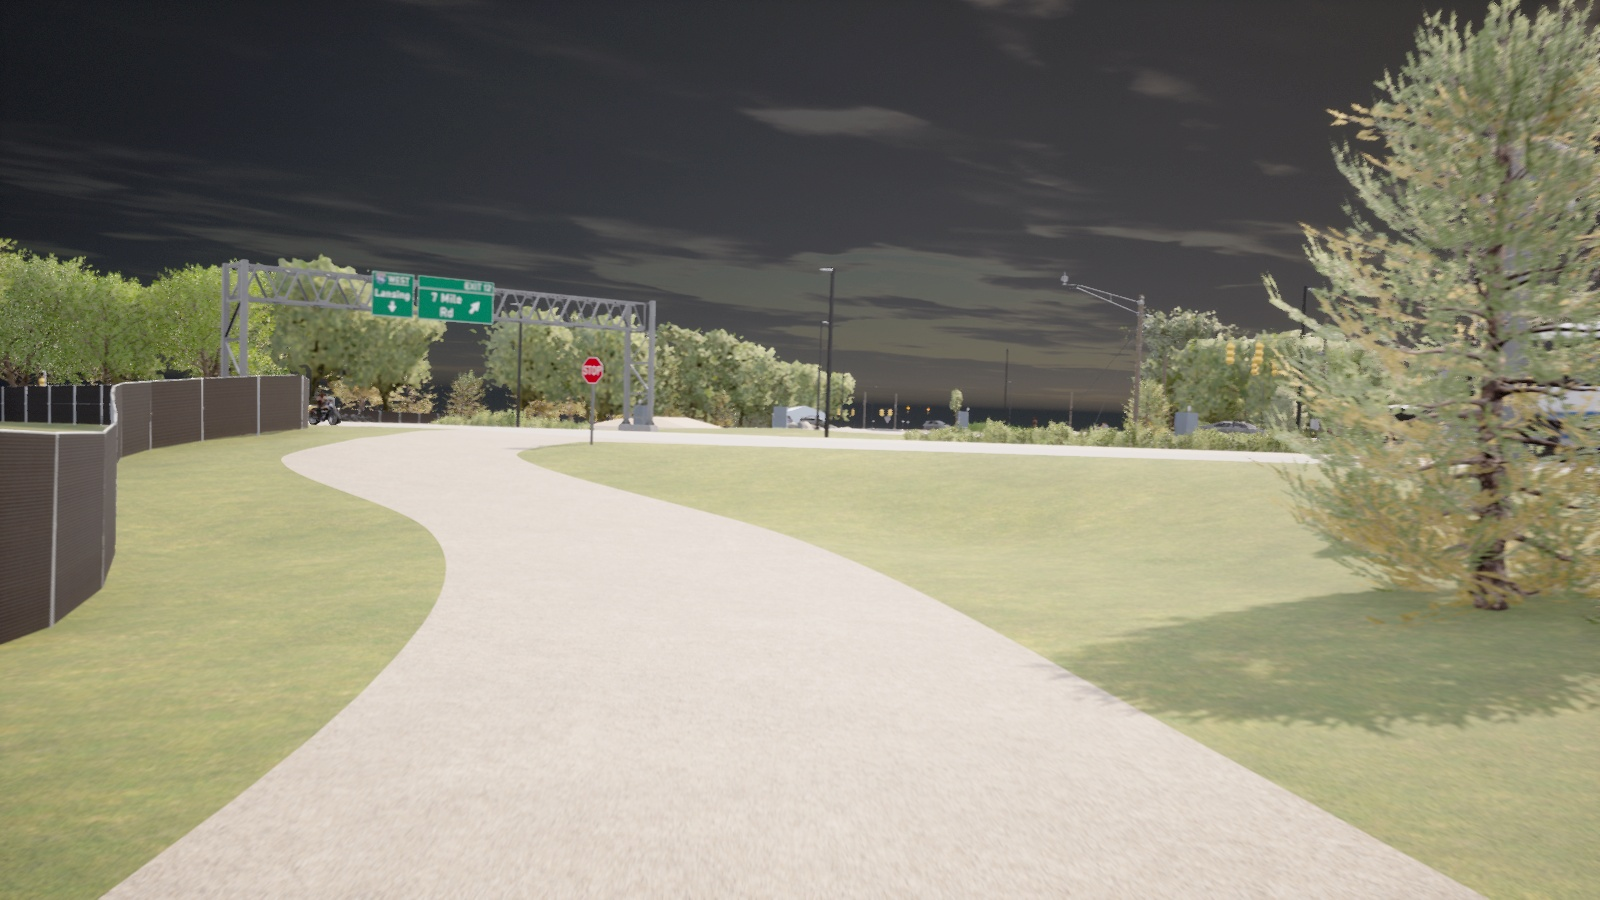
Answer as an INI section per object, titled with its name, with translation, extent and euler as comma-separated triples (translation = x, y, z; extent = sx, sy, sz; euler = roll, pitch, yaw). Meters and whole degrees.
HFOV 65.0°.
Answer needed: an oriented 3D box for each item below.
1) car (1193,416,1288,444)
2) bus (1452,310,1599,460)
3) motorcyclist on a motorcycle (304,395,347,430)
[car]
translation = 26.441, -1.226, 75.479
extent = 4.902, 1.511, 2.128
euler = 3, 2, 39
[bus]
translation = 24.936, -1.831, 36.024
extent = 3.944, 4.253, 10.273
euler = -1, 2, -44
[motorcyclist on a motorcycle]
translation = -22.519, -1.772, 59.540
extent = 2.350, 1.649, 0.766
euler = 1, 2, 37
